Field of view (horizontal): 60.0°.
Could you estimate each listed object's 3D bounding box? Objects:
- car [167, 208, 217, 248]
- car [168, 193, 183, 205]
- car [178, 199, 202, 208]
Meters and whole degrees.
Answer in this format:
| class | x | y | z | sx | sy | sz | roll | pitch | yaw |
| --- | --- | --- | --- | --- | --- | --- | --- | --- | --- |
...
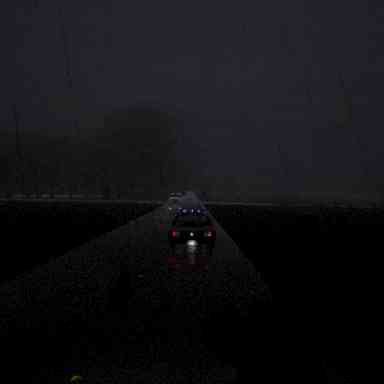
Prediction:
| class | x | y | z | sx | sy | sz | roll | pitch | yaw |
| --- | --- | --- | --- | --- | --- | --- | --- | --- | --- |
| car | 0.000 | 1.604 | 14.683 | 1.895 | 1.301 | 4.718 | 0 | 0 | 0 |
| car | -2.749 | 1.252 | 56.629 | 2.150 | 2.045 | 5.566 | 0 | 0 | 0 |
| car | 0.001 | 1.589 | 29.687 | 1.895 | 1.301 | 4.718 | 0 | 0 | 0 |
